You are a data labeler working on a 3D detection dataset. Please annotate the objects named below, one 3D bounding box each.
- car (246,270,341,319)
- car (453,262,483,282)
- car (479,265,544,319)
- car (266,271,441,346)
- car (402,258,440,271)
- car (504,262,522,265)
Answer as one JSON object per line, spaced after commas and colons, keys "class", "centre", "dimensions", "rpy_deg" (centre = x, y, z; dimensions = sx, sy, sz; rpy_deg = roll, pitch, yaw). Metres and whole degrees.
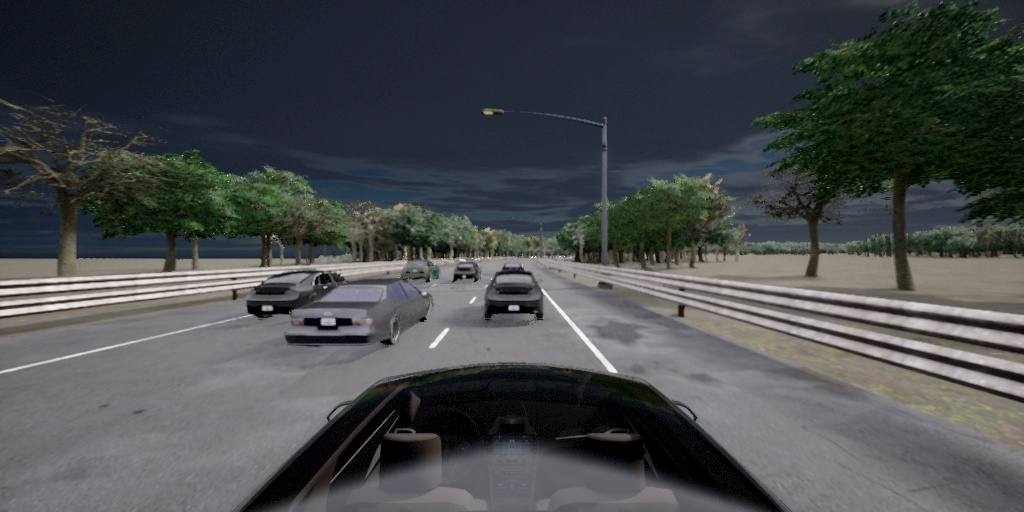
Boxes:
{"class": "car", "centre": [-6.931, 1.240, 12.606], "dimensions": [1.837, 1.490, 4.892], "rpy_deg": [0, 0, 0]}
{"class": "car", "centre": [-3.423, 1.220, 28.166], "dimensions": [1.837, 1.490, 4.892], "rpy_deg": [0, 1, 0]}
{"class": "car", "centre": [0.070, 1.241, 12.653], "dimensions": [1.837, 1.490, 4.892], "rpy_deg": [0, 0, 0]}
{"class": "car", "centre": [-3.457, 1.288, 9.301], "dimensions": [2.033, 1.411, 5.357], "rpy_deg": [0, 0, 1]}
{"class": "car", "centre": [-6.927, 1.065, 27.745], "dimensions": [2.097, 1.767, 4.553], "rpy_deg": [0, 0, 0]}
{"class": "car", "centre": [0.065, 1.206, 28.022], "dimensions": [2.128, 1.511, 4.902], "rpy_deg": [0, 0, 0]}
